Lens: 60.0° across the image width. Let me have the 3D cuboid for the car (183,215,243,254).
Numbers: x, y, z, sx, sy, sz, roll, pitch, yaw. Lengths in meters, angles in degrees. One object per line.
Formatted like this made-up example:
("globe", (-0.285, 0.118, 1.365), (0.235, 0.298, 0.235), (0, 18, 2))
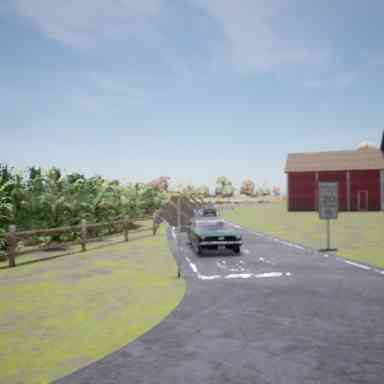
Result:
("car", (0.906, 1.969, 15.396), (1.895, 1.301, 4.718), (0, -2, -7))

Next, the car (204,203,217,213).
("car", (3.471, 2.834, 60.372), (2.097, 1.767, 4.553), (0, -1, 6))

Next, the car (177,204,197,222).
("car", (-0.525, 2.282, 36.660), (2.097, 1.767, 4.553), (0, -1, 0))

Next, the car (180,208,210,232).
("car", (-0.046, 2.201, 25.317), (1.994, 1.385, 4.181), (0, -1, -4))

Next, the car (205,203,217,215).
("car", (2.558, 2.700, 48.088), (1.837, 1.490, 4.892), (0, -1, 2))
